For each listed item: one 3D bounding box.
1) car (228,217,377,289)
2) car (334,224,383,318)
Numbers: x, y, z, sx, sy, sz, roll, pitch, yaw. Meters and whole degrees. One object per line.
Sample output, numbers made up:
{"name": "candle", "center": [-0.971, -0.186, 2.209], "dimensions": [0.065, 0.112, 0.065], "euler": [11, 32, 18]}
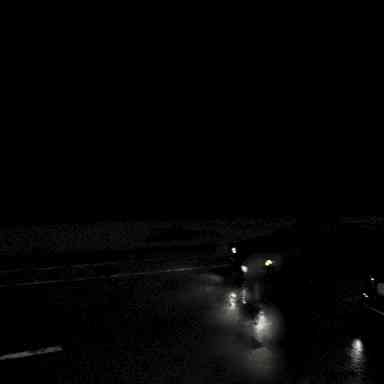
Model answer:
{"name": "car", "center": [3.658, 1.402, 8.703], "dimensions": [5.357, 1.411, 2.033], "euler": [1, 1, -24]}
{"name": "car", "center": [5.220, 1.447, 5.836], "dimensions": [4.902, 1.511, 2.128], "euler": [1, 1, -24]}
